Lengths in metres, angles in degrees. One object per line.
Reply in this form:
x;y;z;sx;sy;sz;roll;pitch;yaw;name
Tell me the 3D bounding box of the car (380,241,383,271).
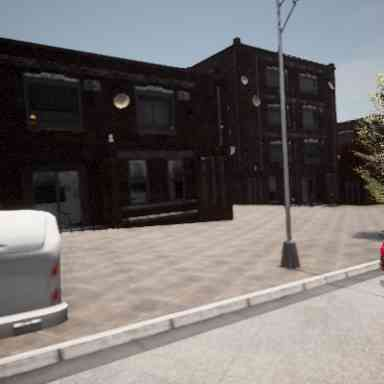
6.994;1.128;8.367;5.566;2.045;2.150;-1;0;-35;car
